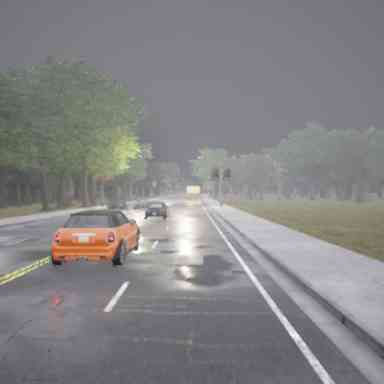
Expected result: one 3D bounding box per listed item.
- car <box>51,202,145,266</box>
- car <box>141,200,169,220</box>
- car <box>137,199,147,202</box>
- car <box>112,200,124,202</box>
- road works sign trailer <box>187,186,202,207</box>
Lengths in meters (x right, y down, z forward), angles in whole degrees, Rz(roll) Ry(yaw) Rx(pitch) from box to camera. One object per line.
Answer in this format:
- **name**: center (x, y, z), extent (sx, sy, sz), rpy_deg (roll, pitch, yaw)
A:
- **car**: center (-3.147, 1.396, 11.806), extent (2.097, 1.767, 4.553), rpy_deg (0, 0, 0)
- **car**: center (-3.093, 1.640, 29.768), extent (1.812, 1.442, 4.674), rpy_deg (0, 0, 0)
- **car**: center (-6.439, 1.697, 43.744), extent (1.812, 1.442, 4.674), rpy_deg (0, 0, 1)
- **car**: center (-9.691, 1.736, 43.509), extent (1.994, 1.385, 4.181), rpy_deg (0, 0, 1)
- **road works sign trailer**: center (0.256, 0.679, 57.295), extent (2.380, 3.560, 2.880), rpy_deg (0, 0, 1)
